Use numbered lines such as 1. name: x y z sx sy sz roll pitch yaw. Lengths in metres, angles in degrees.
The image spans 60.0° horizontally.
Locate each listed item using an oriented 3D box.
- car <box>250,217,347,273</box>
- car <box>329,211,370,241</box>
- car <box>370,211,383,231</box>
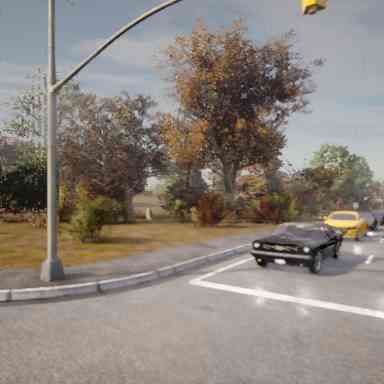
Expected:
1. car: 3.702 1.705 11.248 1.895 1.301 4.718 0 -1 34
2. car: 8.775 1.862 19.084 1.882 1.535 5.008 0 -2 33
3. car: 14.149 2.397 27.414 2.033 1.411 5.357 0 -3 33
